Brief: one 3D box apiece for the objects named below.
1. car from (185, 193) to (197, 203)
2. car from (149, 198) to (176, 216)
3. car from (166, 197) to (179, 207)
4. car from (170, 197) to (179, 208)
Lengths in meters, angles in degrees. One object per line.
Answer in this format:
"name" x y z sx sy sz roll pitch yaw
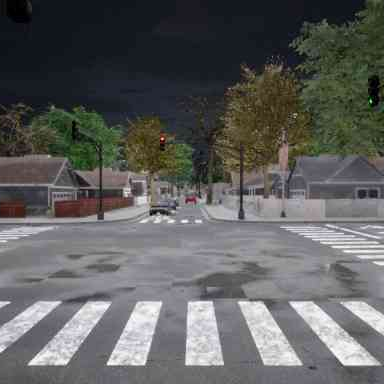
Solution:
"car" -0.209 1.290 69.842 2.150 2.045 5.566 0 0 0
"car" -3.029 1.568 32.957 2.033 1.411 5.357 0 0 0
"car" -3.027 1.569 53.096 1.812 1.442 4.674 0 0 0
"car" -3.008 1.595 42.846 1.994 1.385 4.181 0 0 0
